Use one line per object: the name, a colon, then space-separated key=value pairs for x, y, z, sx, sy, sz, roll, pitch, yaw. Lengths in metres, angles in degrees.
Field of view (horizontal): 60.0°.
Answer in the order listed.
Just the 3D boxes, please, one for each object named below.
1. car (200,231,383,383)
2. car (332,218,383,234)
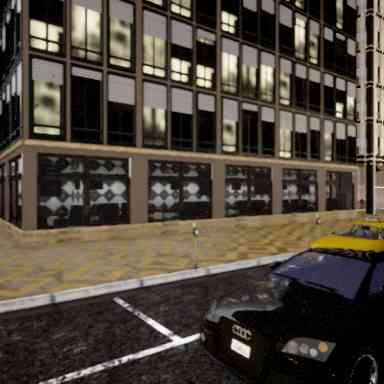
car: x=2.169 y=1.562 z=4.874 sx=4.181 sy=1.385 sz=1.994 roll=0 pitch=0 yaw=-35
car: x=5.580 y=1.522 z=10.551 sx=4.829 sy=1.417 sz=1.752 roll=0 pitch=0 yaw=-36
